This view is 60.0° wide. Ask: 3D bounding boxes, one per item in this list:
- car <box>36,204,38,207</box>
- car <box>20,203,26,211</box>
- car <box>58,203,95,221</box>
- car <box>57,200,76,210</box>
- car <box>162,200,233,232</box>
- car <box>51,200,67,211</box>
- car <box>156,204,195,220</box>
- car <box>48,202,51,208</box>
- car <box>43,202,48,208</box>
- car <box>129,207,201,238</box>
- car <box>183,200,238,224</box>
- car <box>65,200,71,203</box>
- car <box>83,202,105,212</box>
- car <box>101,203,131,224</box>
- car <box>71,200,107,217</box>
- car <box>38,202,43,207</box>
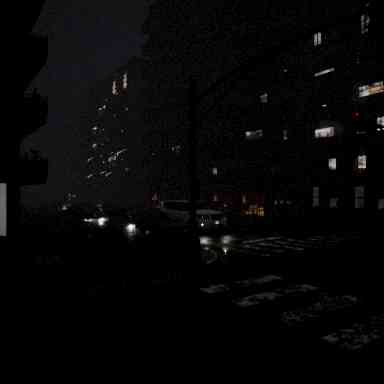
[{"bbox_3d":[-38.357,3.168,84.665,1.947,1.339,4.313,-1,0,-36],"label":"car"},{"bbox_3d":[-31.786,2.769,61.374,1.887,1.381,4.507,-1,0,-36],"label":"car"},{"bbox_3d":[-11.838,2.163,33.863,1.887,1.381,4.507,-1,0,-36],"label":"car"},{"bbox_3d":[-25.069,2.524,66.322,2.192,1.841,5.009,-1,0,-36],"label":"car"},{"bbox_3d":[-0.127,1.538,22.145,2.150,2.045,5.566,0,-1,-36],"label":"car"},{"bbox_3d":[-23.181,2.600,59.394,1.837,1.490,4.892,0,-1,-36],"label":"car"},{"bbox_3d":[-1.791,2.045,34.227,1.887,1.381,4.507,-1,0,-36],"label":"car"},{"bbox_3d":[-28.394,2.623,70.908,2.192,1.841,5.009,-1,0,-36],"label":"car"},{"bbox_3d":[-31.712,2.972,75.492,1.947,1.339,4.313,-1,0,-36],"label":"car"},{"bbox_3d":[-1.764,1.833,19.970,1.752,1.417,4.829,-1,0,-36],"label":"car"},{"bbox_3d":[1.527,1.713,29.643,2.192,1.841,5.009,-1,0,-36],"label":"car"},{"bbox_3d":[-17.638,2.418,51.747,2.128,1.511,4.902,0,-1,-36],"label":"car"},{"bbox_3d":[-16.312,2.432,55.097,1.882,1.535,5.008,0,-1,-36],"label":"car"},{"bbox_3d":[-6.140,2.050,30.439,2.033,1.411,5.357,0,-1,-36],"label":"car"},{"bbox_3d":[-12.031,2.035,38.584,2.097,1.767,4.553,0,-1,-36],"label":"car"},{"bbox_3d":[-35.038,3.049,80.077,1.887,1.381,4.507,-1,0,-36],"label":"car"}]
